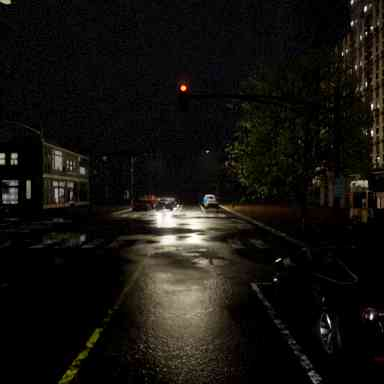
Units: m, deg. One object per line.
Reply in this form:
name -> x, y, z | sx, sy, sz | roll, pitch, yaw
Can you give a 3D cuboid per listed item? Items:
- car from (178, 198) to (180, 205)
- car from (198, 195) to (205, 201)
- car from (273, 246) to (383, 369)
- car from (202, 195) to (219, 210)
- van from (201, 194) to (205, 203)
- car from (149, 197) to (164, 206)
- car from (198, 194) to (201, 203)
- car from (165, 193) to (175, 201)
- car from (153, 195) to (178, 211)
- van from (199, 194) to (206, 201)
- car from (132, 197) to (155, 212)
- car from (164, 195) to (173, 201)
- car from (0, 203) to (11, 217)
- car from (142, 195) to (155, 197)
car -> -3.180, 1.568, 49.119 | 1.994, 1.385, 4.181 | 0, 0, -1
car -> 2.552, 1.534, 88.355 | 1.752, 1.417, 4.829 | 0, 0, 0
car -> 2.686, 1.566, 5.748 | 1.947, 1.339, 4.313 | 0, 0, 0
car -> 2.623, 1.528, 43.947 | 1.752, 1.417, 4.829 | 0, 0, 0
van -> 2.616, 1.345, 49.328 | 1.690, 1.788, 3.998 | 0, 0, 0
car -> -5.775, 1.555, 54.863 | 2.008, 1.369, 4.403 | 0, 0, 0
car -> 2.596, 1.556, 60.430 | 2.008, 1.369, 4.403 | 0, 0, 0
car -> -5.828, 1.324, 88.169 | 2.192, 1.841, 5.009 | 0, 0, 0
car -> -3.157, 1.494, 39.989 | 2.128, 1.511, 4.902 | 0, 0, 0
van -> 2.562, 1.349, 82.634 | 1.690, 1.788, 3.998 | 0, 0, 0
car -> -5.748, 1.584, 38.210 | 1.802, 1.307, 4.206 | 0, 0, 0
car -> -5.820, 1.559, 82.618 | 2.008, 1.369, 4.403 | 0, 0, 0
car -> -17.312, 1.371, 27.194 | 4.507, 1.381, 1.887 | 1, -1, -1
car -> -5.756, 1.318, 43.761 | 2.192, 1.841, 5.009 | 0, 0, 0
